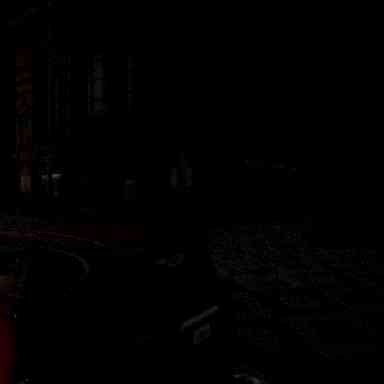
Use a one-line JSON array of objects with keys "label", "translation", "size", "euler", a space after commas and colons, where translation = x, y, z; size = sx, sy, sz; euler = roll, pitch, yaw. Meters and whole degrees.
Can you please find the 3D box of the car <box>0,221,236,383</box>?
[{"label": "car", "translation": [-1.859, 1.313, 4.288], "size": [5.009, 1.841, 2.192], "euler": [0, 0, 35]}]
